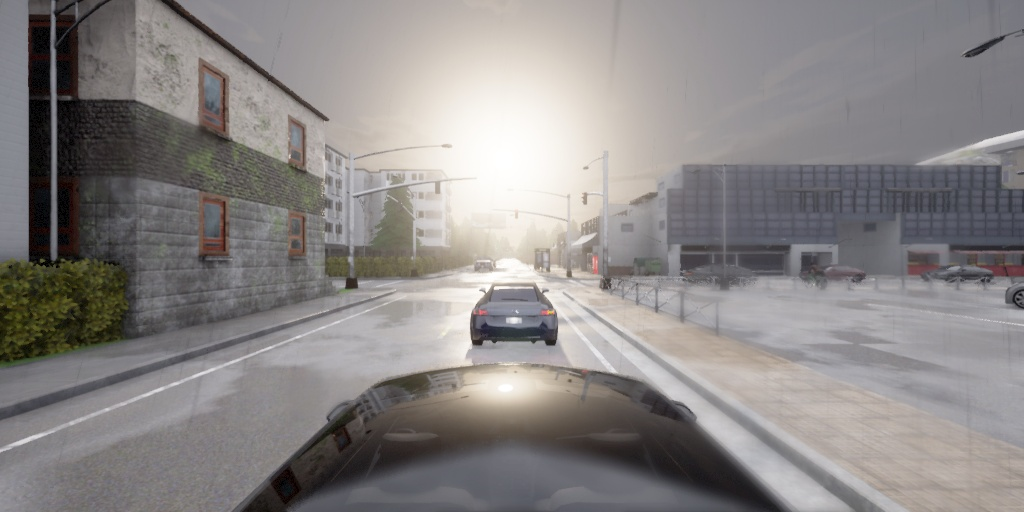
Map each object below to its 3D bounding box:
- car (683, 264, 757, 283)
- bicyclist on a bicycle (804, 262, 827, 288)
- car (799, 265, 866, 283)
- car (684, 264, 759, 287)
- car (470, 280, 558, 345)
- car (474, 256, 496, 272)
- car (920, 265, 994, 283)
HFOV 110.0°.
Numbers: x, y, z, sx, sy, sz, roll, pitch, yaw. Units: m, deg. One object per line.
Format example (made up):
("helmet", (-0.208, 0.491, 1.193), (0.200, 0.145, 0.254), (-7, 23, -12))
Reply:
("car", (17.037, 1.408, 29.569), (4.902, 1.511, 2.128), (0, 0, 0))
("bicyclist on a bicycle", (18.692, 1.220, 22.091), (0.582, 1.620, 1.656), (0, 0, 0))
("car", (26.402, 1.443, 29.597), (4.674, 1.442, 1.812), (0, 0, 0))
("car", (15.033, 1.423, 25.856), (4.892, 1.490, 1.837), (0, 0, 0))
("car", (0.054, 1.311, 9.473), (1.994, 1.385, 4.181), (0, 0, 0))
("car", (-3.647, 0.957, 47.090), (2.150, 2.045, 5.566), (0, 0, 0))
("car", (36.756, 1.442, 29.618), (4.674, 1.442, 1.812), (0, 0, 0))
